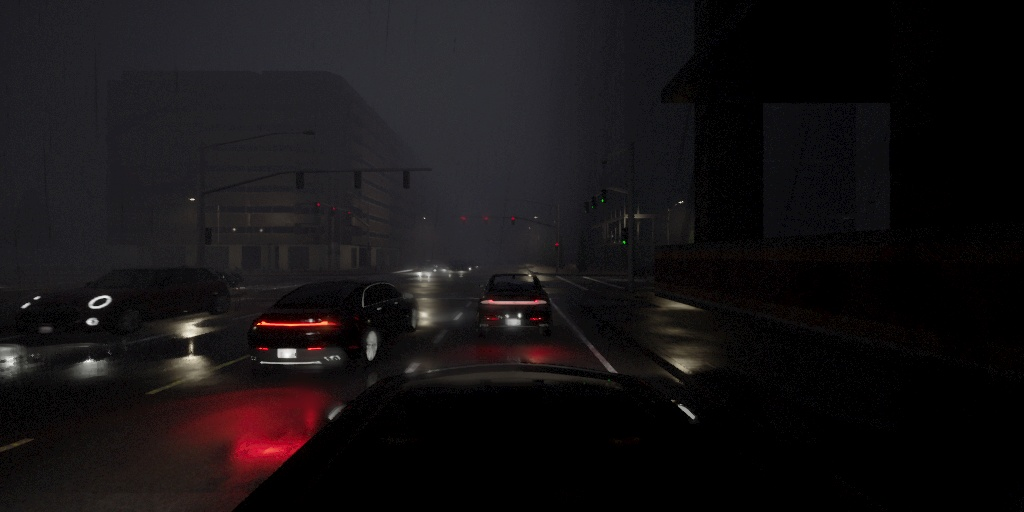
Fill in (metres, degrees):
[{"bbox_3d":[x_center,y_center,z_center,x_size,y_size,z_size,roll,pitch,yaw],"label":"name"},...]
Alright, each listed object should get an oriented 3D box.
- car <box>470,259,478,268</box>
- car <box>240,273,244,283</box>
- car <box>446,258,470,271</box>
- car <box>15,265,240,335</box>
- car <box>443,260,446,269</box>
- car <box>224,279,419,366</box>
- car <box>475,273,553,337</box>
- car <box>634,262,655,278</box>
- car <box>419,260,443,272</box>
[{"bbox_3d":[-7.437,1.314,60.327,1.994,1.385,4.181,0,0,1],"label":"car"},{"bbox_3d":[-20.467,1.406,23.571,4.718,1.301,1.895,0,0,2],"label":"car"},{"bbox_3d":[-7.512,1.228,50.310,1.882,1.535,5.008,0,0,0],"label":"car"},{"bbox_3d":[-10.744,1.102,10.452,2.097,1.767,4.553,0,0,-2],"label":"car"},{"bbox_3d":[-10.979,1.351,56.882,1.895,1.301,4.718,0,0,1],"label":"car"},{"bbox_3d":[-3.454,1.255,7.953,1.837,1.490,4.892,0,0,0],"label":"car"},{"bbox_3d":[0.055,1.242,10.274,2.128,1.511,4.902,0,0,0],"label":"car"},{"bbox_3d":[13.932,1.297,34.272,4.902,1.511,2.128,0,0,0],"label":"car"},{"bbox_3d":[-11.005,1.242,47.538,2.128,1.511,4.902,0,0,0],"label":"car"}]
